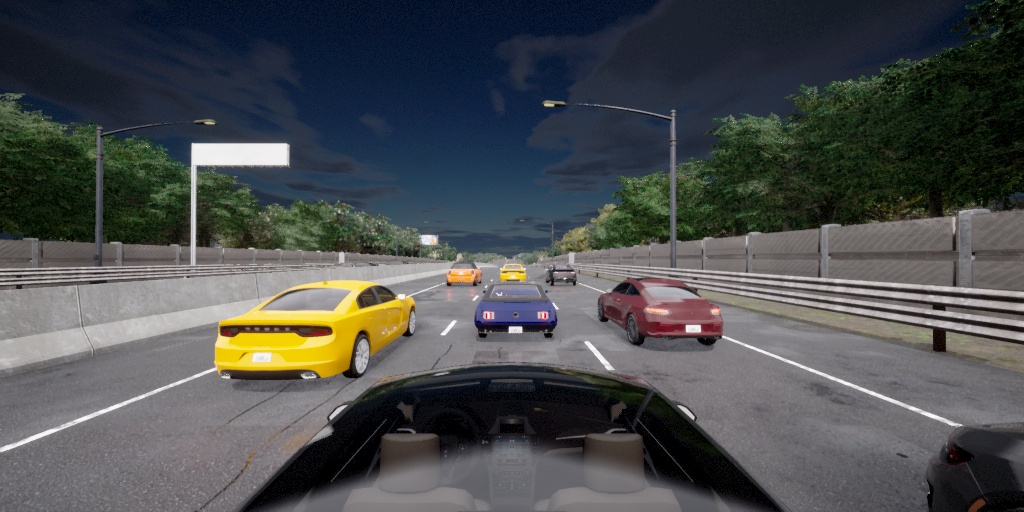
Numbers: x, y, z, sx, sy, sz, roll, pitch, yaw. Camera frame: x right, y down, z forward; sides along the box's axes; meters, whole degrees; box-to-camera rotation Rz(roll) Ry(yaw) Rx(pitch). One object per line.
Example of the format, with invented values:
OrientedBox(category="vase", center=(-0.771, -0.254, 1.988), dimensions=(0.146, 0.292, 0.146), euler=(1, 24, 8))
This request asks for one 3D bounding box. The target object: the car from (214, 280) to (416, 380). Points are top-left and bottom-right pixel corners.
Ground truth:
OrientedBox(category="car", center=(-3.406, 1.234, 7.357), dimensions=(1.882, 1.535, 5.008), euler=(0, 0, 0))

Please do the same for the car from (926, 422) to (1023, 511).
OrientedBox(category="car", center=(3.603, 1.254, 0.246), dimensions=(1.837, 1.490, 4.892), euler=(0, 0, 0))

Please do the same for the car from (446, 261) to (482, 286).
OrientedBox(category="car", center=(-3.430, 1.217, 26.407), dimensions=(2.097, 1.767, 4.553), euler=(0, -1, 1))

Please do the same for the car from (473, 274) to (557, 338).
OrientedBox(category="car", center=(0.093, 1.364, 10.205), dimensions=(1.895, 1.301, 4.718), euler=(0, 0, 0))

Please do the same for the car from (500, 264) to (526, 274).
OrientedBox(category="car", center=(0.072, 1.356, 27.937), dimensions=(1.882, 1.535, 5.008), euler=(0, -1, 0))

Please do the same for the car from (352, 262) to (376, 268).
OrientedBox(category="car", center=(-17.641, 1.525, 42.730), dimensions=(1.837, 1.490, 4.892), euler=(0, -1, 0))

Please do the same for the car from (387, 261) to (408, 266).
OrientedBox(category="car", center=(-14.141, 1.387, 44.277), dimensions=(2.097, 1.767, 4.553), euler=(0, -1, 0))

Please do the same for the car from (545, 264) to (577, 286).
OrientedBox(category="car", center=(3.578, 1.359, 26.721), dimensions=(2.128, 1.511, 4.902), euler=(0, -1, 0))

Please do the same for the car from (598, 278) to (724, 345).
OrientedBox(category="car", center=(3.592, 1.287, 9.411), dimensions=(1.812, 1.442, 4.674), euler=(0, 0, 0))
